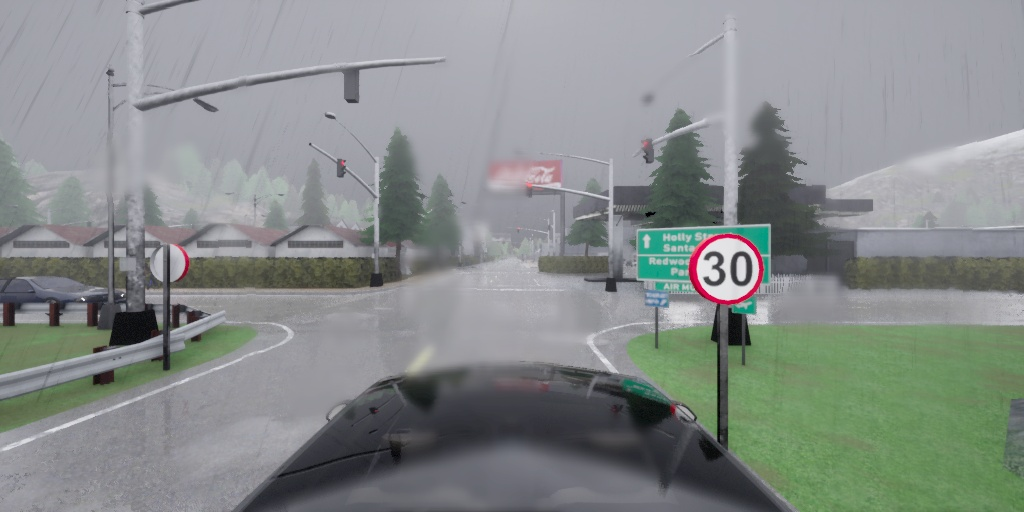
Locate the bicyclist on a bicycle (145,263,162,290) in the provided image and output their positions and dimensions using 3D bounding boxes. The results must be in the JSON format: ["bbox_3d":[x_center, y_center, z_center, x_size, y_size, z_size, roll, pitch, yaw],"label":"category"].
[{"bbox_3d":[-21.677,1.244,21.354,0.582,1.620,1.656,0,0,1],"label":"bicyclist on a bicycle"}]

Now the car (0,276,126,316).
[{"bbox_3d":[-18.324,1.489,13.794,5.357,1.411,2.033,0,0,-2],"label":"car"}]
